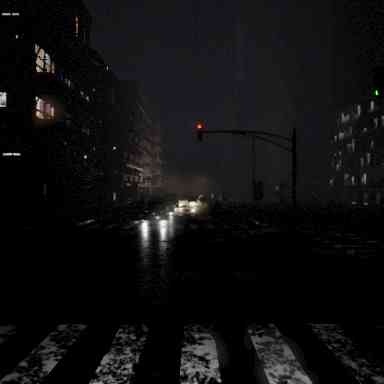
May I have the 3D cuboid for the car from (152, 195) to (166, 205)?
[{"bbox_3d":[-5.676,1.439,57.935,1.967,1.590,4.097,-1,0,0],"label":"car"}]

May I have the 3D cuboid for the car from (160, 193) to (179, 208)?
[{"bbox_3d":[-3.068,1.218,49.409,2.150,2.045,5.566,0,0,0],"label":"car"}]

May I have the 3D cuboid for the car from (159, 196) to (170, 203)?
[{"bbox_3d":[-5.669,1.583,69.233,1.802,1.307,4.206,-1,0,0],"label":"car"}]

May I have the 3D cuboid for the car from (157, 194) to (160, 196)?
[{"bbox_3d":[-5.681,1.312,52.287,2.192,1.841,5.009,-1,0,0],"label":"car"}]

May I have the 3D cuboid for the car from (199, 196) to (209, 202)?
[{"bbox_3d":[2.681,1.548,74.936,1.887,1.381,4.507,-1,0,0],"label":"car"}]

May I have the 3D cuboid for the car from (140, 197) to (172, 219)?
[{"bbox_3d":[-3.086,1.500,29.308,1.837,1.490,4.892,0,0,0],"label":"car"}]

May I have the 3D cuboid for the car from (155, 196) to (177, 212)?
[{"bbox_3d":[-3.078,1.521,39.062,1.812,1.442,4.674,0,0,0],"label":"car"}]

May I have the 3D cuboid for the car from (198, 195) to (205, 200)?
[{"bbox_3d":[2.688,1.535,92.053,1.752,1.417,4.829,-1,0,0],"label":"car"}]

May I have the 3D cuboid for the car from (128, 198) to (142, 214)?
[{"bbox_3d":[-5.685,1.540,35.339,1.887,1.381,4.507,-1,0,0],"label":"car"}]

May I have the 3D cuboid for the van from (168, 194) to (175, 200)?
[{"bbox_3d":[-5.662,1.350,91.828,1.690,1.788,3.998,-1,0,0],"label":"van"}]

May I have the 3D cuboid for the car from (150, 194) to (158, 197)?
[{"bbox_3d":[-5.684,1.436,40.988,1.967,1.590,4.097,-1,0,0],"label":"car"}]

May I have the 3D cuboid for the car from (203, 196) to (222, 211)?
[{"bbox_3d":[2.664,1.540,41.042,1.887,1.381,4.507,-1,0,0],"label":"car"}]

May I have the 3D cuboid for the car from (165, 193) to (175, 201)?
[{"bbox_3d":[-5.665,1.322,86.180,2.192,1.841,5.009,-1,0,0],"label":"car"}]

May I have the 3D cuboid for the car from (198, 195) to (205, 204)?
[{"bbox_3d":[2.675,1.551,63.637,2.008,1.369,4.403,-1,0,0],"label":"car"}]

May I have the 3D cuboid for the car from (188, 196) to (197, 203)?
[{"bbox_3d":[0.134,1.549,69.761,2.033,1.411,5.357,0,0,0],"label":"car"}]
